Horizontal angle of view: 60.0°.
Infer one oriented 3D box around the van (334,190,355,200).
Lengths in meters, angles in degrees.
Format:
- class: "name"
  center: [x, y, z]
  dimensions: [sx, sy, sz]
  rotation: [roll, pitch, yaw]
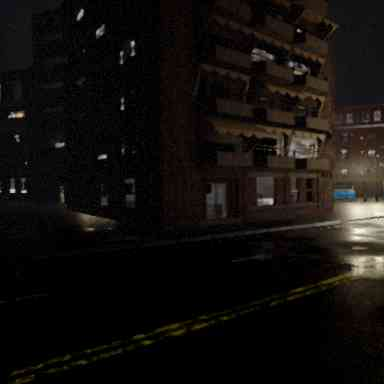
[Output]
- class: "van"
  center: [27.484, 0.451, 60.333]
  dimensions: [3.998, 1.788, 1.690]
  rotation: [1, 0, 21]
